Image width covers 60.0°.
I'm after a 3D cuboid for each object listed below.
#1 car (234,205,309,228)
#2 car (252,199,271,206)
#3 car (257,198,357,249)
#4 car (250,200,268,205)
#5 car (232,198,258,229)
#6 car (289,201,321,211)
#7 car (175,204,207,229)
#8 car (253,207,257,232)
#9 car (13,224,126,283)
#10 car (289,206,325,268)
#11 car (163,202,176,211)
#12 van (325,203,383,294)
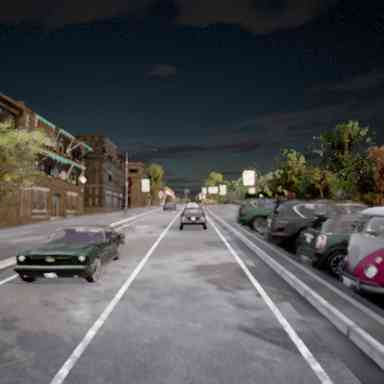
[{"bbox_3d":[5.566,1.714,23.829,4.892,1.521,2.231,0,-1,0],"label":"car"},{"bbox_3d":[18.660,2.752,89.110,4.553,1.767,2.185,0,-1,0],"label":"car"},{"bbox_3d":[5.609,1.327,12.622,5.566,2.045,2.435,0,-1,0],"label":"car"},{"bbox_3d":[18.586,2.976,92.277,4.674,1.452,2.002,0,-1,0],"label":"car"},{"bbox_3d":[5.602,1.422,21.032,5.566,2.045,2.435,0,-1,0],"label":"car"},{"bbox_3d":[18.639,2.302,55.079,4.674,1.452,2.002,0,-1,0],"label":"car"},{"bbox_3d":[0.075,1.781,23.559,2.033,1.411,5.357,0,-1,0],"label":"car"},{"bbox_3d":[5.584,1.607,15.425,4.892,1.521,2.231,0,-1,0],"label":"car"},{"bbox_3d":[-3.361,1.690,10.107,1.895,1.301,4.718,0,0,0],"label":"car"},{"bbox_3d":[5.553,1.425,9.820,4.553,1.767,2.185,0,0,0],"label":"car"},{"bbox_3d":[-3.383,2.314,51.789,1.994,1.385,4.181,0,-1,0],"label":"car"},{"bbox_3d":[5.473,1.301,7.017,4.442,1.987,1.878,0,0,0],"label":"van"}]
